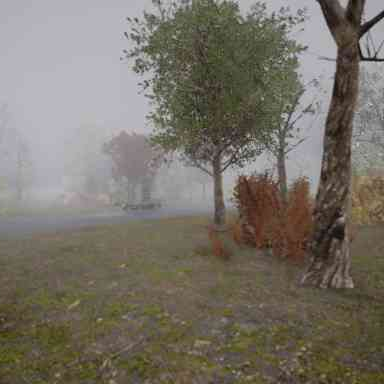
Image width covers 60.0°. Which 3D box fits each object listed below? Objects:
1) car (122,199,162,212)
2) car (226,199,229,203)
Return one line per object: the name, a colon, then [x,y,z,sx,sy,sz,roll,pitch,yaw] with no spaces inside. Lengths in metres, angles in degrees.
car: [-5.332,1.427,35.638,1.895,1.301,4.718,0,0,31]
car: [7.520,1.166,57.084,1.837,1.490,4.892,0,0,31]
